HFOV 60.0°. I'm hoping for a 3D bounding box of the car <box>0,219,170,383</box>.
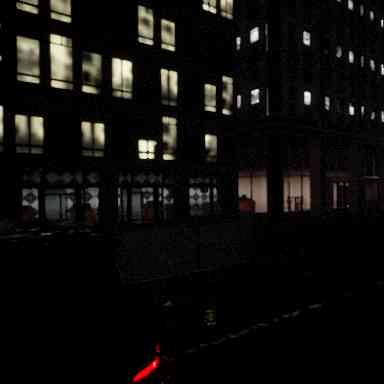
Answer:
[{"bbox_3d":[-2.699,1.246,1.146,5.566,2.045,2.150,-1,1,-35],"label":"car"}]
